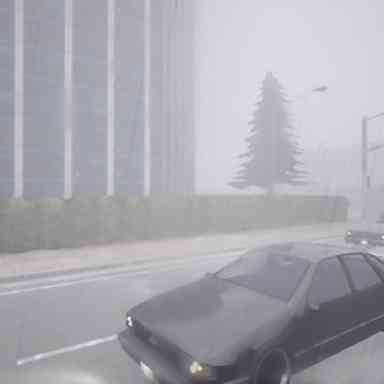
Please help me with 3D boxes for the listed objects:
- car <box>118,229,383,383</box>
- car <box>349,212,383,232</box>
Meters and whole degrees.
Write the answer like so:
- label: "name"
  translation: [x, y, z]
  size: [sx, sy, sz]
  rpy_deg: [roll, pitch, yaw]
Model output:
- label: "car"
  translation: [1.665, 1.559, 5.176]
  size: [5.357, 1.411, 2.033]
  rpy_deg: [0, 0, -36]
- label: "car"
  translation: [8.914, 1.589, 14.537]
  size: [5.357, 1.411, 2.033]
  rpy_deg: [0, 0, -35]
